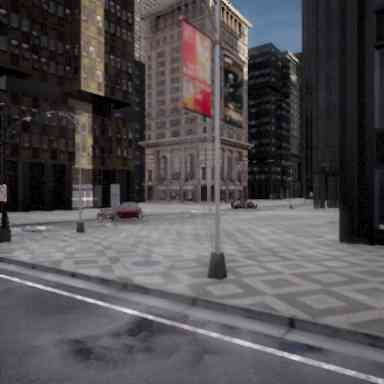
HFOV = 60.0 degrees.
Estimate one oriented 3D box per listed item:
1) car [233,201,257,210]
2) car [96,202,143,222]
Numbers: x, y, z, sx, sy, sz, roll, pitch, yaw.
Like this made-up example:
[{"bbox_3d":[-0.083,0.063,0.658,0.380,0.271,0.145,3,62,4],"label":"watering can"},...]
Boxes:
[{"bbox_3d":[8.428,2.099,52.320,2.033,1.411,5.357,0,0,36],"label":"car"},{"bbox_3d":[-6.710,1.757,31.063,2.097,1.767,4.553,0,0,35],"label":"car"}]
